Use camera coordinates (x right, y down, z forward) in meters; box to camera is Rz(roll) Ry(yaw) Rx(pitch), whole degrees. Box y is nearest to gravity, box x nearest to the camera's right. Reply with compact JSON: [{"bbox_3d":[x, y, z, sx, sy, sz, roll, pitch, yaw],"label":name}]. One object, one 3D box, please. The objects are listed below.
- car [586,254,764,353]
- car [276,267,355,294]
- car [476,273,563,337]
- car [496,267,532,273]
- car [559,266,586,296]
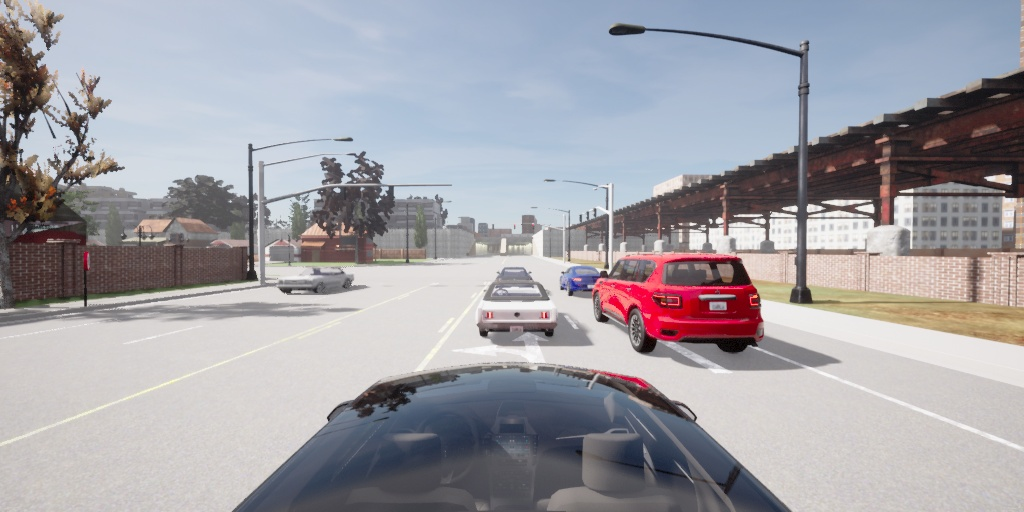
[{"bbox_3d":[3.607,0.961,8.982,2.150,2.045,5.566,0,0,0],"label":"car"},{"bbox_3d":[-10.519,1.290,19.594,1.895,1.301,4.718,0,0,1],"label":"car"},{"bbox_3d":[0.107,1.335,10.234,1.895,1.301,4.718,0,0,0],"label":"car"},{"bbox_3d":[0.113,1.255,18.986,1.994,1.385,4.181,0,0,0],"label":"car"},{"bbox_3d":[3.615,1.221,18.683,1.812,1.442,4.674,0,0,0],"label":"car"}]
